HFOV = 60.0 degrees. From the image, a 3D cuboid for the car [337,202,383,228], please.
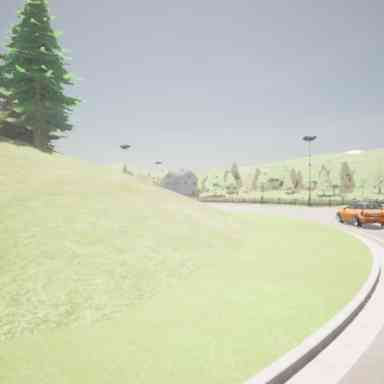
[{"bbox_3d":[12.223,1.519,24.121,2.097,1.767,4.553,0,0,4],"label":"car"}]
